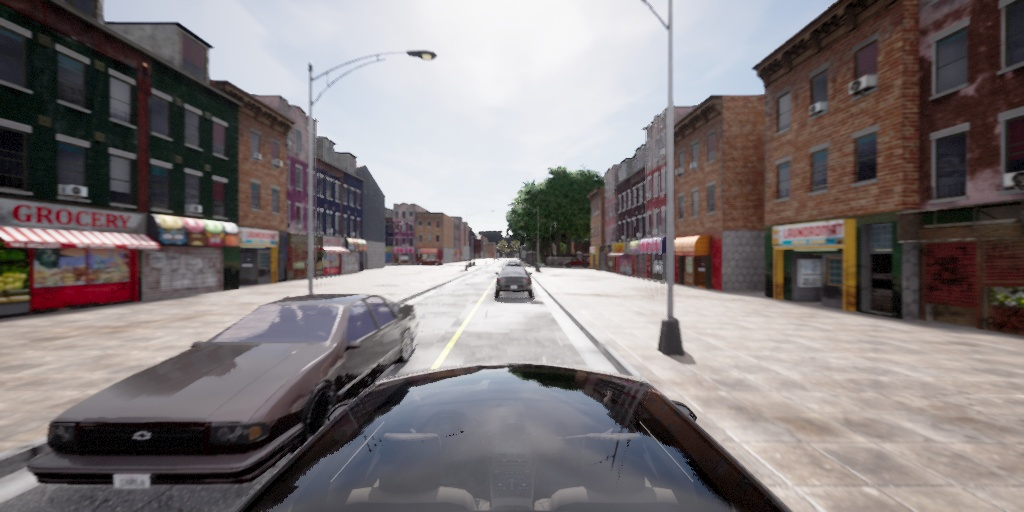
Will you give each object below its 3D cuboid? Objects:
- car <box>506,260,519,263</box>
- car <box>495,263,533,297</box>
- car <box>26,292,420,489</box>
[{"bbox_3d":[0.091,1.214,39.263,1.837,1.490,4.892,0,0,0],"label":"car"},{"bbox_3d":[0.090,1.256,18.634,1.812,1.442,4.674,0,0,0],"label":"car"},{"bbox_3d":[-2.843,1.293,5.344,2.033,1.411,5.357,0,0,0],"label":"car"}]
